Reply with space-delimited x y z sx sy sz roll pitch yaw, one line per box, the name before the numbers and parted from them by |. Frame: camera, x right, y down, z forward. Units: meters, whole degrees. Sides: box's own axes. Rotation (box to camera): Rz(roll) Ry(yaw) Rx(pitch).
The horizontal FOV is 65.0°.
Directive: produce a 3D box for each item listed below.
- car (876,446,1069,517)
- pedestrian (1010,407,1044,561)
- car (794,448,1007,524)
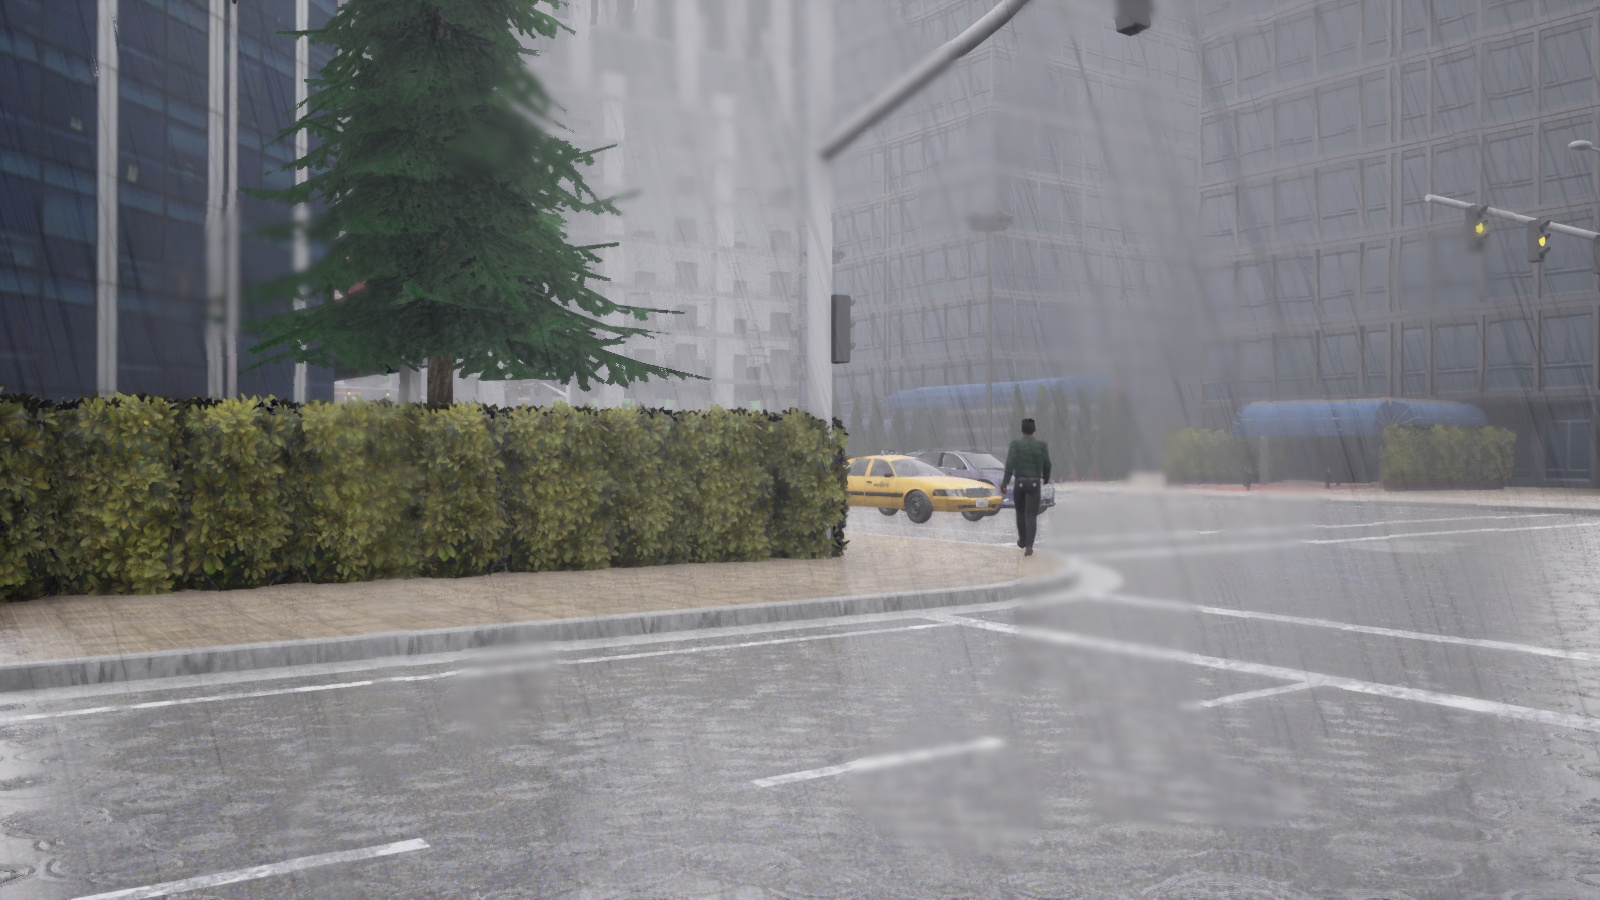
car | 4.245 0.743 31.635 2.033 1.649 4.856 0 0 -35
pedestrian | 2.960 0.433 16.382 0.423 1.949 0.788 0 0 9
car | 2.141 0.749 28.553 1.801 1.575 5.366 0 0 -35
